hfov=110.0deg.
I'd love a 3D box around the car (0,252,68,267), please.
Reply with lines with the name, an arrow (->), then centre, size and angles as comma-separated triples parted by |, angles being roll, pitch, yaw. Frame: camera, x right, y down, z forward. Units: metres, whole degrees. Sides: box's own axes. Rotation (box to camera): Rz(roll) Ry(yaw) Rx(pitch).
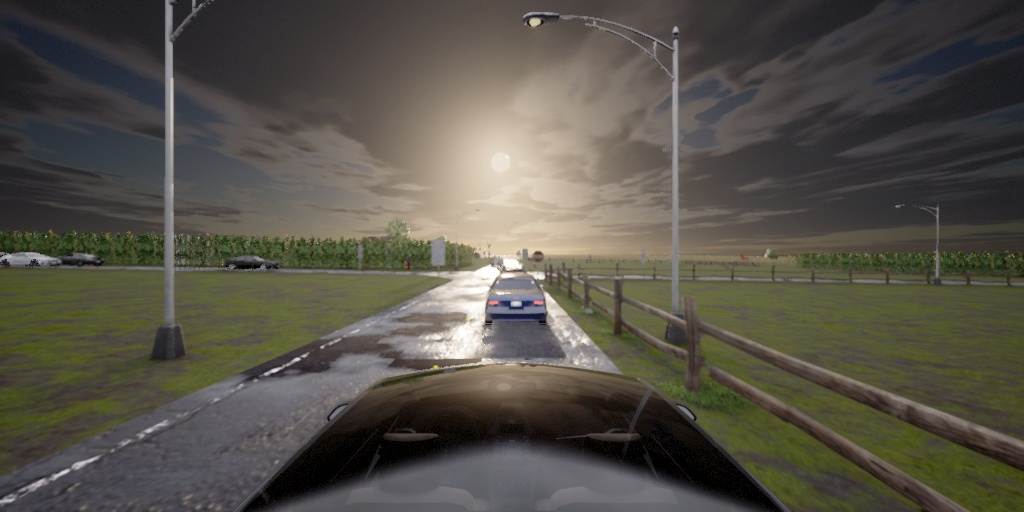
car -> -48.609, 0.375, 36.249 | 4.674, 1.442, 1.812 | 1, 0, 0

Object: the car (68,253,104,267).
car -> -47.369, 0.417, 39.078 | 4.674, 1.442, 1.812 | 1, 0, 0

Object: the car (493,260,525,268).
car -> 0.072, 1.206, 23.457 | 2.128, 1.511, 4.902 | 0, 0, -1

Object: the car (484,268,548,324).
car -> 0.100, 1.281, 11.819 | 2.033, 1.411, 5.357 | 0, 0, 0

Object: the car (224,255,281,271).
car -> -26.129, 0.719, 36.245 | 5.008, 1.535, 1.882 | 1, 0, 0

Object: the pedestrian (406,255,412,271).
pedestrian -> -12.167, 0.820, 42.260 | 0.375, 1.860, 0.375 | 0, -1, 0

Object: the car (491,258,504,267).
car -> -2.787, 1.139, 64.267 | 2.128, 1.511, 4.902 | 0, 0, 1
